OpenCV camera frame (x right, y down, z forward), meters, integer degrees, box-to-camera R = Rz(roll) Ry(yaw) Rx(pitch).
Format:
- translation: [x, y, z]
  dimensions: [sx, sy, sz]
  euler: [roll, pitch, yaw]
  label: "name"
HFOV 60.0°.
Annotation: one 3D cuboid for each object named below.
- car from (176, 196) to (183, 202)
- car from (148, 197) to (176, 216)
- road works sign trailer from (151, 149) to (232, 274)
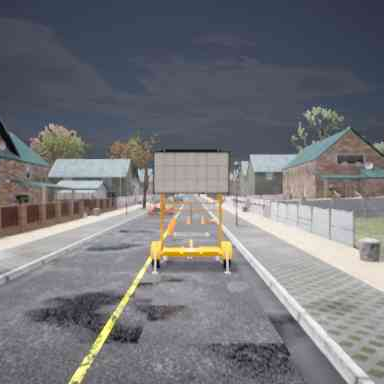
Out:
- translation: [-2.899, 1.496, 71.780]
  dimensions: [1.994, 1.385, 4.181]
  euler: [0, 0, 0]
  label: "car"
- translation: [-2.913, 1.338, 31.575]
  dimensions: [2.097, 1.767, 4.553]
  euler: [0, 0, 0]
  label: "car"
- translation: [-0.021, 0.461, 10.527]
  dimensions: [2.380, 3.560, 2.880]
  euler: [0, 0, 0]
  label: "road works sign trailer"
